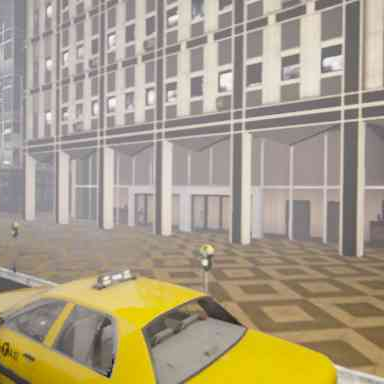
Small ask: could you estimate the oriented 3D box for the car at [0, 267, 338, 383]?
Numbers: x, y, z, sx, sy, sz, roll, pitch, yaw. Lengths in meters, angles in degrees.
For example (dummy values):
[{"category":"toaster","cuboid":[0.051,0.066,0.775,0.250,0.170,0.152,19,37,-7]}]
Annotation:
[{"category":"car","cuboid":[-1.014,1.503,3.594,4.829,1.417,1.752,1,1,36]}]
